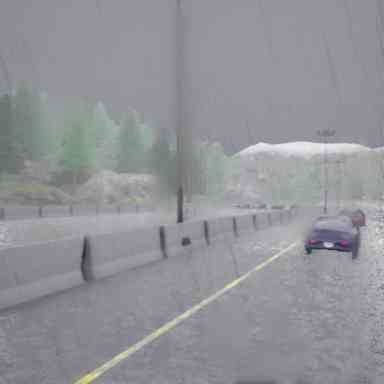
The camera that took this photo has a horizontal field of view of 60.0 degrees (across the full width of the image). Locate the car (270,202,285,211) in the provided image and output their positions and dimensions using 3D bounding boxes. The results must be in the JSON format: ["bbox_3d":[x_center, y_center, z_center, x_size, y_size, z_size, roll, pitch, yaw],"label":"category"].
[{"bbox_3d":[16.308,2.712,63.106,1.882,1.535,5.008,0,-2,29],"label":"car"}]

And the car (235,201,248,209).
[{"bbox_3d":[10.139,2.548,66.394,2.097,1.767,4.553,0,-2,28],"label":"car"}]

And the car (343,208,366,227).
[{"bbox_3d":[12.694,1.966,26.423,1.994,1.385,4.181,0,-1,28],"label":"car"}]

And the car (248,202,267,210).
[{"bbox_3d":[13.214,2.713,64.738,2.128,1.511,4.902,0,-2,29],"label":"car"}]

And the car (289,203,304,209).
[{"bbox_3d":[19.424,2.804,61.509,2.033,1.411,5.357,0,-2,29],"label":"car"}]

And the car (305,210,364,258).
[{"bbox_3d":[5.822,1.677,13.516,1.812,1.442,4.674,0,0,28],"label":"car"}]
